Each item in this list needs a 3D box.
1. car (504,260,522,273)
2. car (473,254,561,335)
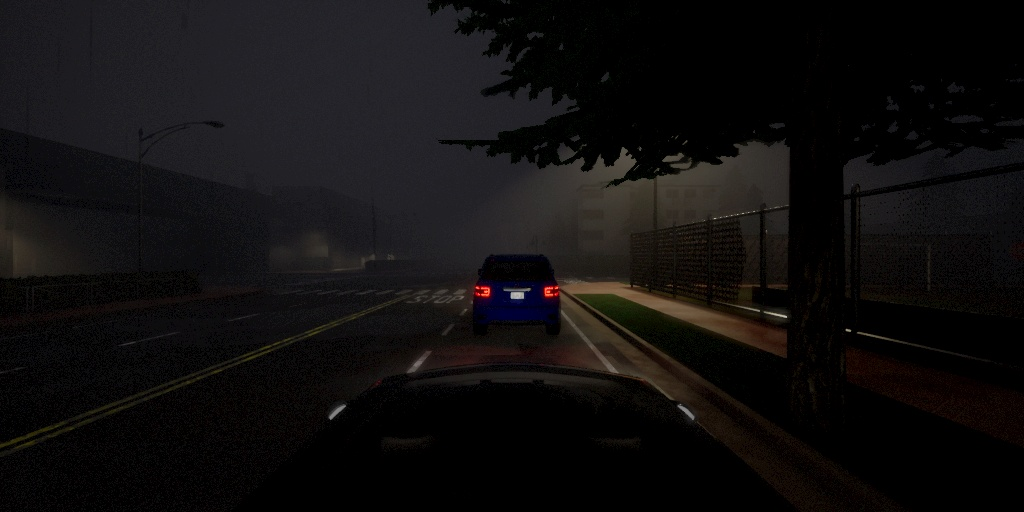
[{"bbox_3d":[0.069,1.242,45.524,2.128,1.511,4.902,0,0,0],"label":"car"},{"bbox_3d":[0.124,0.972,10.649,2.150,2.045,5.566,0,0,0],"label":"car"}]
